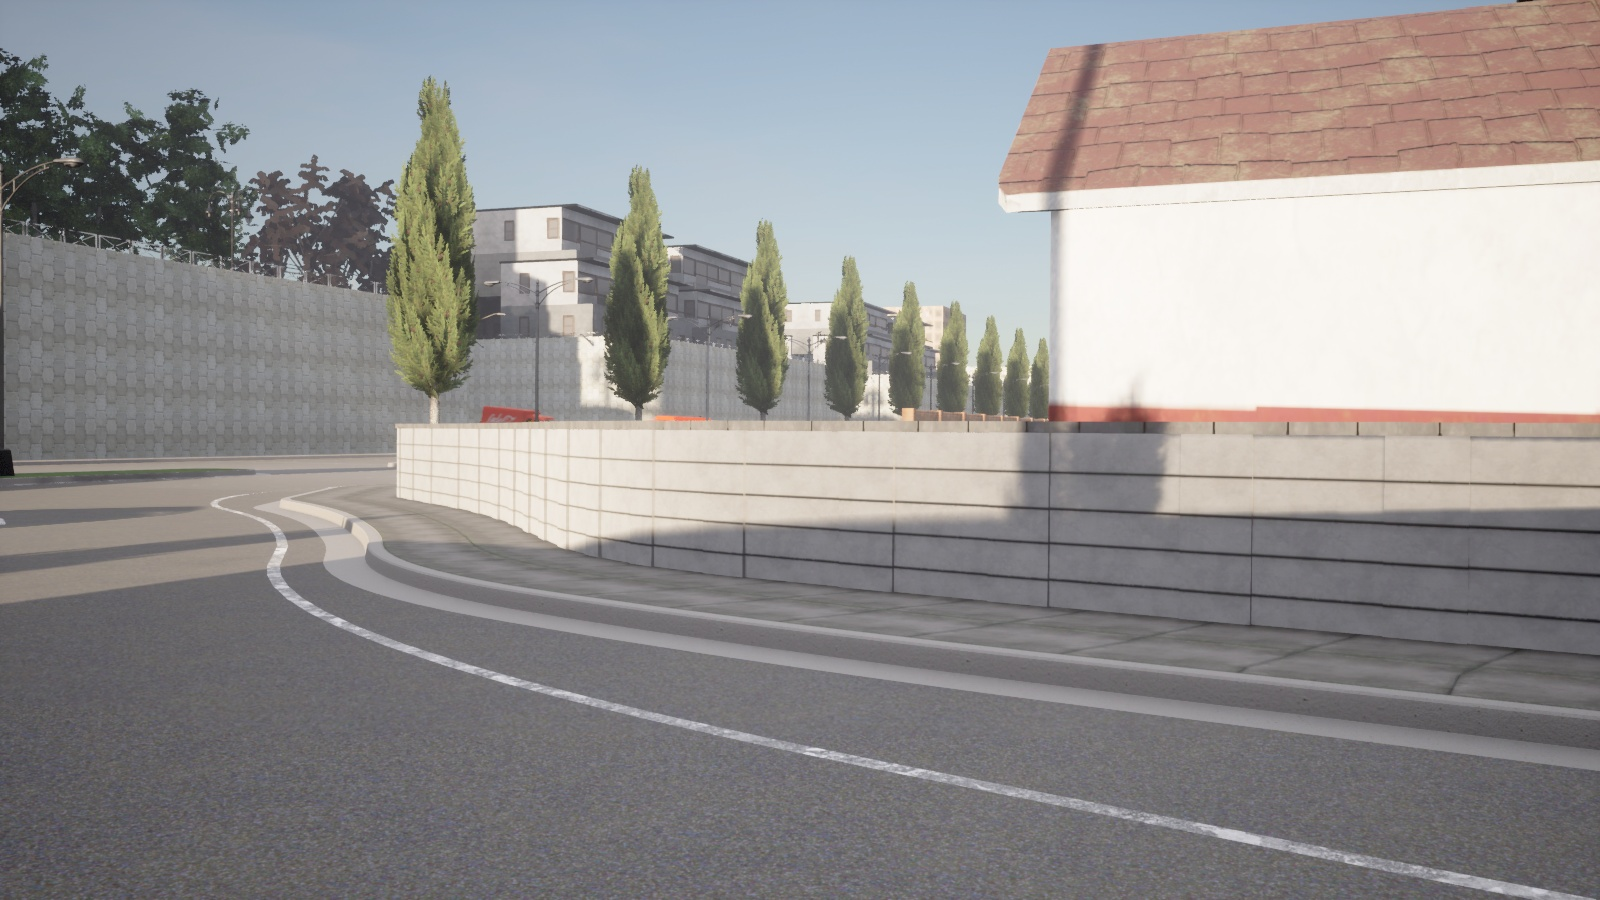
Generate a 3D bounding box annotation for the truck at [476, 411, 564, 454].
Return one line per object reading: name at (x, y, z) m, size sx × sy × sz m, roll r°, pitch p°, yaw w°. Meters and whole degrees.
truck at (-19.154, -1.214, 85.971) m, size 5.204 × 2.467 × 2.627 m, roll 5°, pitch 3°, yaw 22°

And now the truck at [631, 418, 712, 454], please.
truck at (-9.178, -1.033, 89.755) m, size 5.204 × 2.467 × 2.627 m, roll -1°, pitch 3°, yaw -45°
